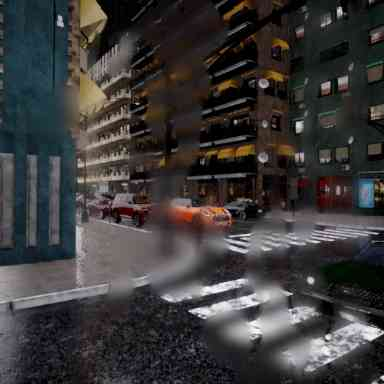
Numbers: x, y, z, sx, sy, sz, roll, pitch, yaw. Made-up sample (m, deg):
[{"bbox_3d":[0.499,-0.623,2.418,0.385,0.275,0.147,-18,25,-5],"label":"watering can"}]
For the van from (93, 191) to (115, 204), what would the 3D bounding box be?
[{"bbox_3d":[-12.733,0.727,47.759,1.690,1.788,3.998,2,0,-36],"label":"van"}]

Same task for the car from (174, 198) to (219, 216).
[{"bbox_3d":[0.323,1.289,29.705,1.802,1.307,4.206,2,0,-36],"label":"car"}]

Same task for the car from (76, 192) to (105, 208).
[{"bbox_3d":[-11.181,1.018,35.724,1.812,1.442,4.674,1,1,-36],"label":"car"}]

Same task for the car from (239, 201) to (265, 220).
[{"bbox_3d":[3.588,1.354,25.192,1.947,1.339,4.313,2,0,-36],"label":"car"}]

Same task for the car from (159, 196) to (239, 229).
[{"bbox_3d":[0.294,1.127,19.894,2.097,1.767,4.553,1,0,-37],"label":"car"}]

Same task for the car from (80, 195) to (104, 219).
[{"bbox_3d":[-6.489,1.183,24.825,1.887,1.381,4.507,2,0,-36],"label":"car"}]

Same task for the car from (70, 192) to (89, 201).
[{"bbox_3d":[-19.267,0.769,56.784,1.887,1.381,4.507,2,0,-36],"label":"car"}]

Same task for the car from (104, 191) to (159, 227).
[{"bbox_3d":[-3.217,1.034,20.312,2.192,1.841,5.009,2,0,-36],"label":"car"}]

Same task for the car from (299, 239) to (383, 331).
[{"bbox_3d":[4.196,1.602,6.366,4.718,1.301,1.895,0,0,-35],"label":"car"}]

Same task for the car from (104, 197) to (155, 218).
[{"bbox_3d":[-5.302,1.184,27.587,2.033,1.411,5.357,1,0,-36],"label":"car"}]
